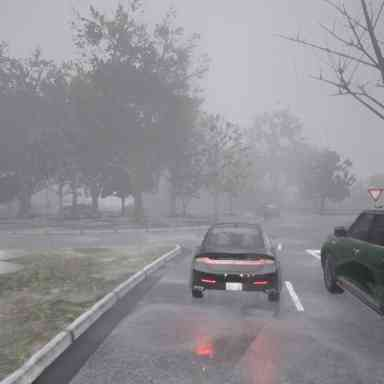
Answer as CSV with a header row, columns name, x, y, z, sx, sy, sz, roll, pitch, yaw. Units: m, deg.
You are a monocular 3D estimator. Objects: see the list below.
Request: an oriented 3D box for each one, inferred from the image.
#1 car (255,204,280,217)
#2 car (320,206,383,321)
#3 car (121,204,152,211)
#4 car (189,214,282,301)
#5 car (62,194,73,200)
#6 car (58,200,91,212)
name,x,y,z,sx,sy,sz,roll,pitch,yaw
car,9.207,2.230,40.664,1.812,1.442,4.674,0,-1,-8
car,3.929,1.234,5.658,2.150,2.045,5.566,0,0,6
car,-9.914,2.706,59.533,5.357,1.411,2.033,0,-1,0
car,1.118,1.530,8.469,2.128,1.511,4.902,0,-1,8
car,-32.660,1.883,85.412,1.946,1.575,5.366,0,2,-12
car,-18.987,2.492,53.958,5.008,1.535,1.882,1,-2,-24
